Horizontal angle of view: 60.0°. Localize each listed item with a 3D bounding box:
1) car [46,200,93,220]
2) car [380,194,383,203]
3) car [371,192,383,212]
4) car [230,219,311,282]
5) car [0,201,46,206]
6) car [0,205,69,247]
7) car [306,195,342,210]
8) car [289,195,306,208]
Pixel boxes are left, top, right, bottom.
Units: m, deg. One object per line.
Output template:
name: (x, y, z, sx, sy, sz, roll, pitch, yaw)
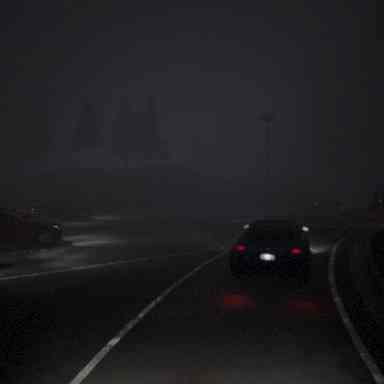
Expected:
car: (-9.635, 1.309, 24.194, 4.674, 1.442, 1.812, 0, 0, -37)
car: (34.717, 1.094, 57.677, 4.892, 1.490, 1.837, 0, 1, -37)
car: (20.194, 0.980, 33.487, 5.566, 2.045, 2.150, 0, 0, -37)
car: (2.423, 1.488, 9.759, 1.994, 1.385, 4.181, 0, 1, 18)
car: (-11.222, 1.303, 18.618, 5.008, 1.535, 1.882, 0, 1, -37)
car: (-7.457, 1.407, 12.690, 4.674, 1.442, 1.812, 0, 1, -37)
car: (15.724, 1.272, 38.887, 4.181, 1.385, 1.994, 0, 1, -37)
car: (14.310, 1.169, 42.202, 4.902, 1.511, 2.128, 0, 0, -37)
